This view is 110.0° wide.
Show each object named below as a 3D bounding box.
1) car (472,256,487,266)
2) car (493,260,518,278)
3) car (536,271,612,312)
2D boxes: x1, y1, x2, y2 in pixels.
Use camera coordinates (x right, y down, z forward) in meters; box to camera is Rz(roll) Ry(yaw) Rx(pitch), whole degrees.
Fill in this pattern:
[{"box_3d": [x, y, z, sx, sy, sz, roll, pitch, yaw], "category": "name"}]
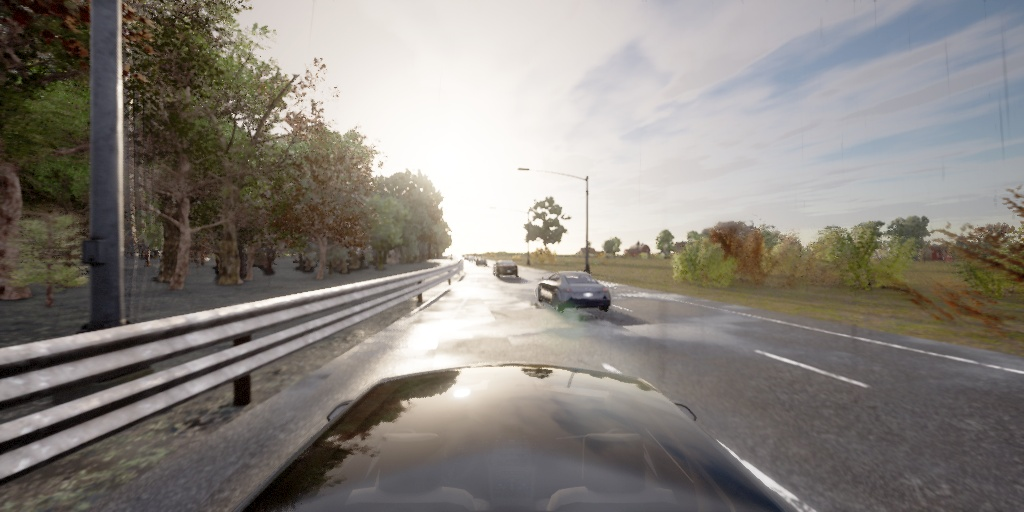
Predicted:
[{"box_3d": [-5.546, 0.987, 63.916, 2.128, 1.511, 4.902, 0, 0, -9], "category": "car"}, {"box_3d": [-0.652, 1.130, 32.850, 1.882, 1.535, 5.008, 0, 0, -9], "category": "car"}, {"box_3d": [2.282, 1.292, 14.204, 1.994, 1.385, 4.181, 0, 0, -9], "category": "car"}]
